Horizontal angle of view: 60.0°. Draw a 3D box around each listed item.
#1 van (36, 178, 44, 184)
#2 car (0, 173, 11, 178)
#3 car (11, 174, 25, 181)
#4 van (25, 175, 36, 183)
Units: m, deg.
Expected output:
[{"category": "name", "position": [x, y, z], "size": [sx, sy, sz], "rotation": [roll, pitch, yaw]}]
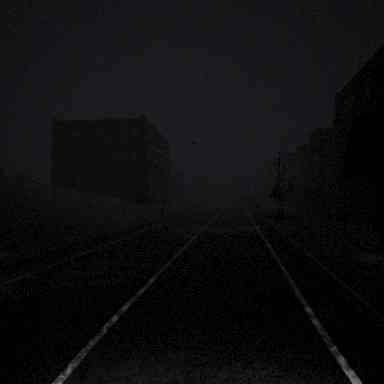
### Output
[{"category": "van", "position": [-29.821, -1.599, 62.573], "size": [1.878, 1.987, 4.442], "rotation": [1, -3, -9]}, {"category": "car", "position": [-27.524, -2.266, 45.992], "size": [2.002, 1.452, 4.674], "rotation": [0, -3, -6]}, {"category": "car", "position": [-28.184, -1.979, 51.487], "size": [2.002, 1.452, 4.674], "rotation": [1, -3, -7]}, {"category": "van", "position": [-28.942, -1.929, 57.114], "size": [1.878, 1.987, 4.442], "rotation": [1, -3, -8]}]
